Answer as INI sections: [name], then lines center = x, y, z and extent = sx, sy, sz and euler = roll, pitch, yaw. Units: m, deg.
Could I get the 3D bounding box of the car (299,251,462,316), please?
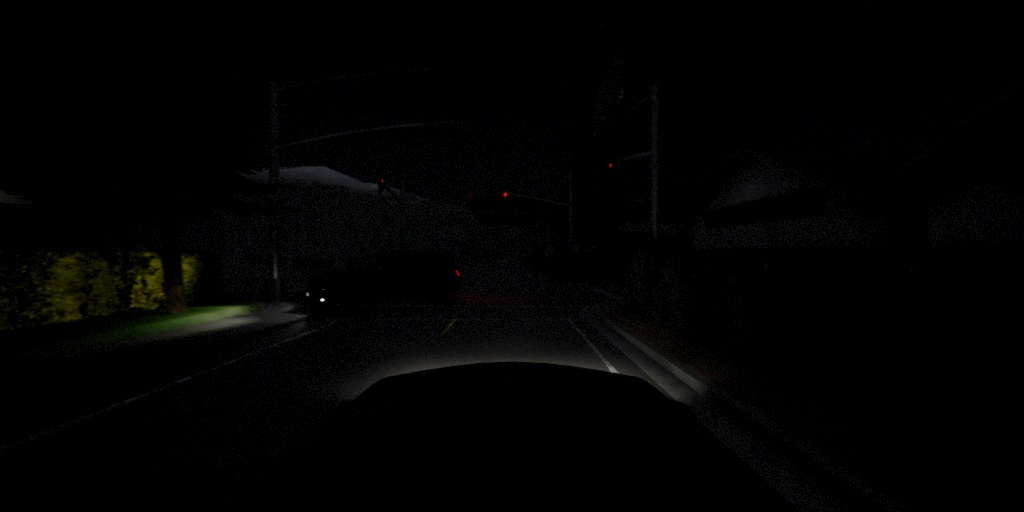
[car]
center = -4.580, 0.854, 13.558
extent = 5.566, 2.045, 2.150
euler = -1, 3, -39
